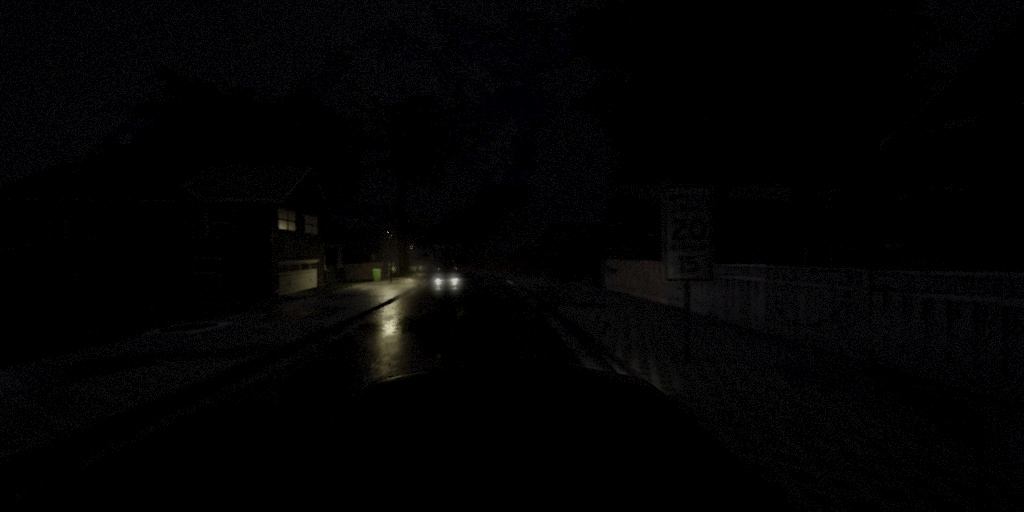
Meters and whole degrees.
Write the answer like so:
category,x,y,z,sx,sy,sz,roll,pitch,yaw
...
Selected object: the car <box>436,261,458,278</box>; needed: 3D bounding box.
category,x,y,z,sx,sy,sz,roll,pitch,yaw
car,-6.681,1.309,36.759,2.097,1.767,4.553,-1,-1,-12
